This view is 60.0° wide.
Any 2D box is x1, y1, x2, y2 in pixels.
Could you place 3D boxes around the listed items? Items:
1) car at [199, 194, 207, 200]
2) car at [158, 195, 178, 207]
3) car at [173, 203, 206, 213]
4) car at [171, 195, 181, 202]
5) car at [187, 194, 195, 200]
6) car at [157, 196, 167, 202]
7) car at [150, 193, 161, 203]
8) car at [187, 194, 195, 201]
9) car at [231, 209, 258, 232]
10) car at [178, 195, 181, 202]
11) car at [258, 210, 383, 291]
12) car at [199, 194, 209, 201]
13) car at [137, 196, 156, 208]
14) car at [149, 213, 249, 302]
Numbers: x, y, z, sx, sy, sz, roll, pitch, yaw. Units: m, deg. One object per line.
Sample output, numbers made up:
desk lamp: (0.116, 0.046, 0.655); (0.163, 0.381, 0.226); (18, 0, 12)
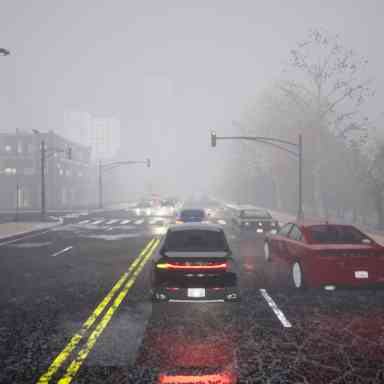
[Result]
car: (2.946, 1.324, 89.942); (2.128, 1.511, 4.902); (0, 0, 0)
car: (-3.509, 1.550, 50.044); (1.994, 1.385, 4.181); (0, 0, 0)
car: (0.019, 1.522, 17.293); (1.812, 1.442, 4.674); (0, 0, 0)
car: (-3.501, 1.500, 74.848); (2.128, 1.511, 4.902); (0, 0, 0)
car: (-0.304, 1.351, 89.931); (1.994, 1.385, 4.181); (0, 0, 0)
car: (-6.758, 1.569, 76.354); (1.895, 1.301, 4.718); (0, 0, 0)
car: (-6.770, 1.193, 61.368); (2.150, 2.045, 5.566); (0, 1, 0)
car: (-0.270, 1.489, 79.928); (1.812, 1.442, 4.674); (0, 0, 0)
car: (3.290, 1.597, 18.383); (1.895, 1.301, 4.718); (0, 0, 0)
car: (-3.523, 1.544, 60.010); (1.994, 1.385, 4.181); (0, 0, 0)
car: (3.320, 1.476, 9.017); (1.882, 1.535, 5.008); (0, 0, 0)
car: (2.980, 1.320, 79.909); (2.097, 1.767, 4.553); (0, 0, 0)
car: (-6.767, 1.587, 48.389); (1.895, 1.301, 4.718); (0, 0, 0)
car: (0.074, 1.503, 8.210); (1.837, 1.490, 4.892); (0, 0, 0)
